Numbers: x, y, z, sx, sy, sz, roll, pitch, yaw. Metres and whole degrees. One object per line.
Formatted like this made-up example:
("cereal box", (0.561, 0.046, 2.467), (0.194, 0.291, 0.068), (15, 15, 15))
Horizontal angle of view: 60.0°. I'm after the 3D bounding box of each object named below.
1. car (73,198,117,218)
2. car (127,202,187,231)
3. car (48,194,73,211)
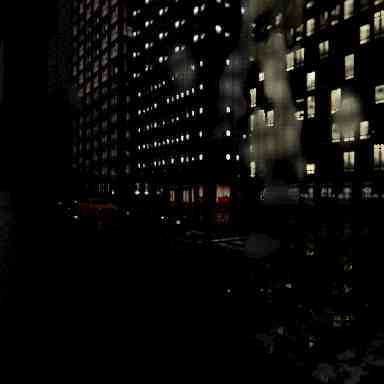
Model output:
("car", (-7.824, 1.254, 27.364), (1.882, 1.535, 5.008), (0, 0, -37))
("car", (-2.193, 1.344, 19.796), (2.128, 1.511, 4.902), (0, 0, -37))
("car", (-13.711, 1.045, 35.292), (2.097, 1.767, 4.553), (0, 0, -37))
